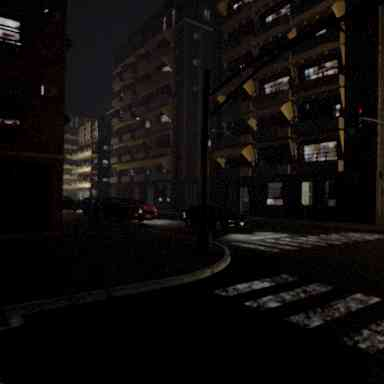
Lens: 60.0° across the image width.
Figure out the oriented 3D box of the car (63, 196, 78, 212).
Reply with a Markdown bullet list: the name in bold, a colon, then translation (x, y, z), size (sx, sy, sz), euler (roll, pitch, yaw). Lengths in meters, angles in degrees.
- **car**: translation (-15.074, 1.366, 39.198), size (2.192, 1.841, 5.009), euler (1, -1, -35)

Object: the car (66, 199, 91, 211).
- **car**: translation (-14.759, 1.679, 43.068), size (1.994, 1.385, 4.181), euler (1, -1, -35)

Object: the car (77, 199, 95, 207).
- **car**: translation (-18.325, 1.863, 57.397), size (1.802, 1.307, 4.206), euler (1, -1, -35)

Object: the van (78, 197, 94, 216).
- **van**: translation (-8.625, 1.352, 30.101), size (1.690, 1.788, 3.998), euler (1, -1, -35)

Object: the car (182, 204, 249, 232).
- **car**: translation (1.338, 1.525, 20.369), size (1.837, 1.490, 4.892), euler (1, -1, -36)

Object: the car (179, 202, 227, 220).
- **car**: translation (0.926, 1.682, 30.247), size (1.752, 1.417, 4.829), euler (1, -1, -35)

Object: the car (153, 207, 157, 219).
- **car**: translation (-4.846, 1.404, 29.041), size (2.097, 1.767, 4.553), euler (1, -1, -35)

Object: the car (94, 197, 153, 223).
- **car**: translation (-5.399, 1.308, 25.552), size (2.192, 1.841, 5.009), euler (1, -1, -35)
